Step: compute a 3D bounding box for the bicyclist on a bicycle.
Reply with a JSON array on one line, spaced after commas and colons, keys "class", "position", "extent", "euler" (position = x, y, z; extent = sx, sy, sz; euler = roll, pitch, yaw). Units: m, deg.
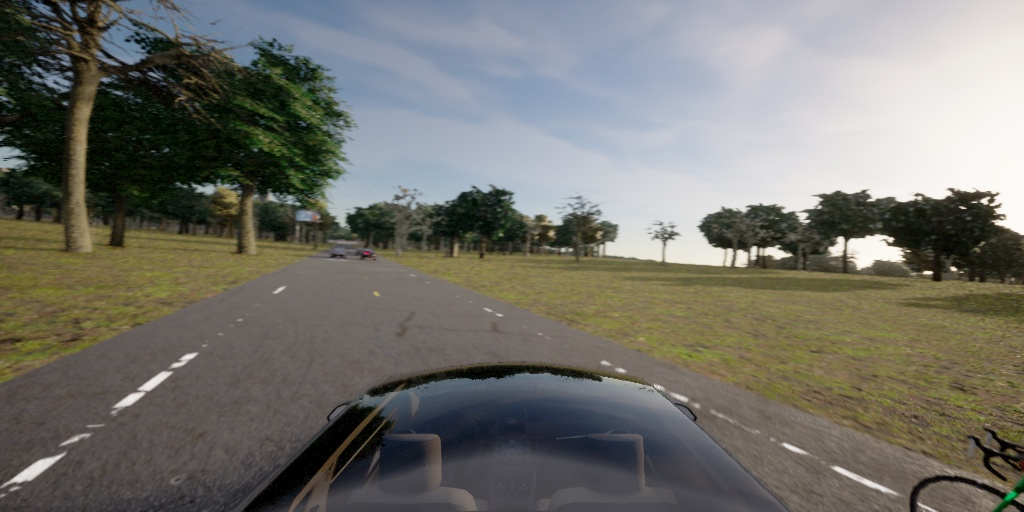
[{"class": "bicyclist on a bicycle", "position": [3.490, 1.472, 2.069], "extent": [0.582, 1.620, 1.656], "euler": [4, 0, -25]}]

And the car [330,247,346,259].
[{"class": "car", "position": [-22.222, -0.383, 45.941], "extent": [2.033, 1.411, 5.357], "euler": [4, 0, -25]}]

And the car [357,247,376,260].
[{"class": "car", "position": [-20.056, -0.254, 49.905], "extent": [1.837, 1.490, 4.892], "euler": [5, 0, -25]}]
